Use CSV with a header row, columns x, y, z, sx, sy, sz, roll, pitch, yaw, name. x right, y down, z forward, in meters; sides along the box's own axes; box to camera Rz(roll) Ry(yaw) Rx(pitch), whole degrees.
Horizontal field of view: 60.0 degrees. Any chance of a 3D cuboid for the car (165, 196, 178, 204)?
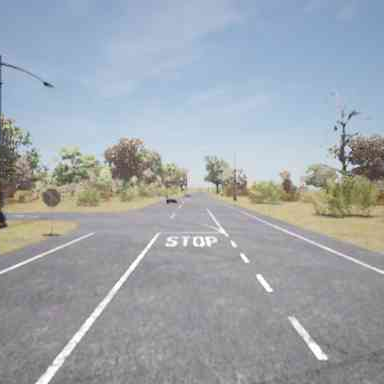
x,y,z,sx,sy,sz,roll,pitch,yaw,name
-3.421,1.375,55.930,1.895,1.301,4.718,0,0,0,car
